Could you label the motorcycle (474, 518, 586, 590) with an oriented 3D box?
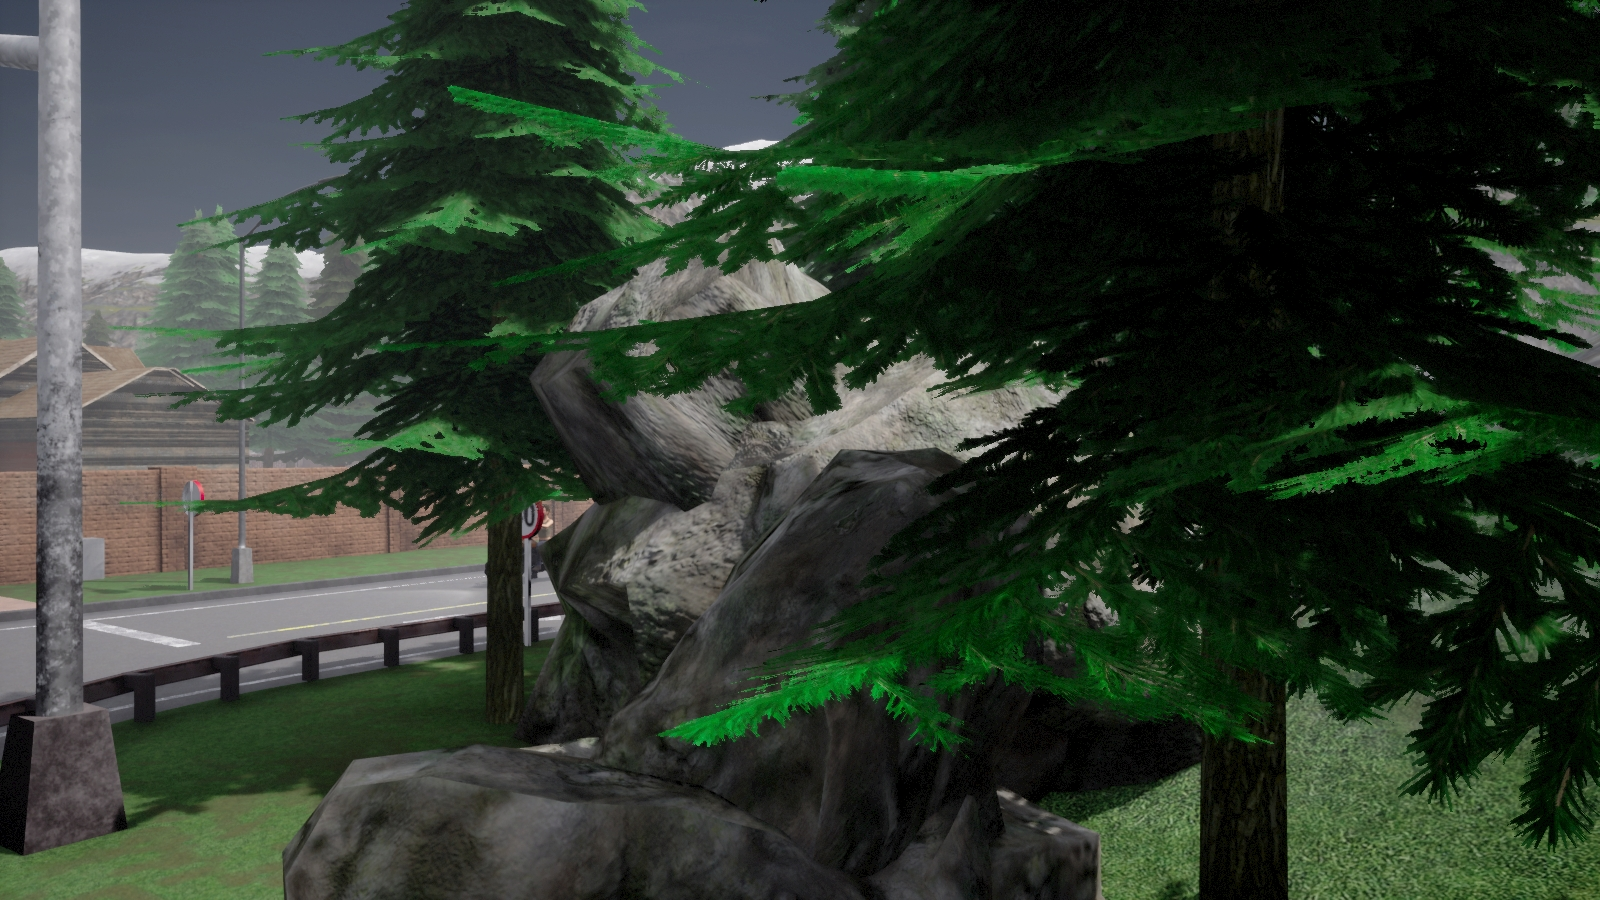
[{"bbox_3d":[-5.636,2.150,24.014,0.764,1.277,2.356,0,0,36],"label":"motorcycle"}]
